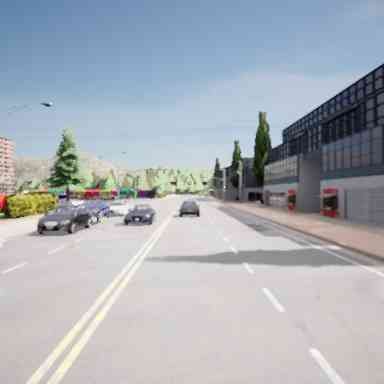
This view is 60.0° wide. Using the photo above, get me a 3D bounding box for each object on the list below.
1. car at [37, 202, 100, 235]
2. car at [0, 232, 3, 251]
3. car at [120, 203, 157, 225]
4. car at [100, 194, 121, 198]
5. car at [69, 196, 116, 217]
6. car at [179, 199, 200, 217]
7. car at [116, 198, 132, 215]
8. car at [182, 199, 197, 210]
[{"bbox_3d":[-7.251,1.547,19.381,2.128,1.511,4.902,0,0,0],"label":"car"},{"bbox_3d":[-7.159,1.560,9.272,1.812,1.442,4.674,0,0,-1],"label":"car"},{"bbox_3d":[-3.703,1.657,24.374,1.994,1.385,4.181,0,0,-1],"label":"car"},{"bbox_3d":[-22.248,1.377,88.944,4.605,1.855,1.932,0,0,-1],"label":"car"},{"bbox_3d":[-7.204,1.242,24.343,1.812,1.442,4.674,0,0,-1],"label":"car"},{"bbox_3d":[-0.215,1.628,32.401,1.994,1.385,4.181,0,0,0],"label":"car"},{"bbox_3d":[-7.303,1.605,32.374,1.812,1.442,4.674,0,0,0],"label":"car"},{"bbox_3d":[-0.350,1.653,44.948,1.994,1.385,4.181,0,0,0],"label":"car"}]
